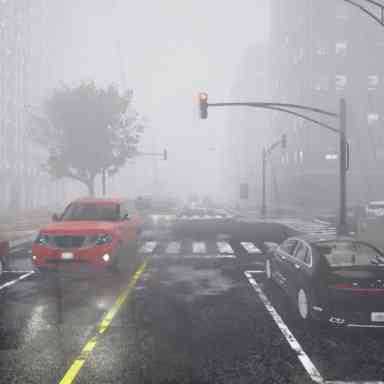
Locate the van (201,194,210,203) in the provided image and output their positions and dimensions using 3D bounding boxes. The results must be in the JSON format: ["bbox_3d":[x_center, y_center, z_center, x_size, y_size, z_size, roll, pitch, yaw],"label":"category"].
[{"bbox_3d":[2.896,1.402,72.466,1.690,1.788,3.998,0,0,0],"label":"van"}]

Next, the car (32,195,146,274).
[{"bbox_3d":[-3.070,1.224,10.968,2.150,2.045,5.566,0,0,0],"label":"car"}]

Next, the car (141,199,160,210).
[{"bbox_3d":[-5.564,1.592,44.876,1.947,1.339,4.313,0,0,0],"label":"car"}]

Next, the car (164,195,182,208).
[{"bbox_3d":[-2.955,1.578,49.680,2.033,1.411,5.357,0,0,0],"label":"car"}]

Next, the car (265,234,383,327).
[{"bbox_3d":[2.707,1.551,6.941,2.008,1.369,4.403,0,0,0],"label":"car"}]

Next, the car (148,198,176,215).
[{"bbox_3d":[-3.010,1.579,34.395,1.994,1.385,4.181,0,0,-1],"label":"car"}]

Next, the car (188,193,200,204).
[{"bbox_3d":[0.284,1.403,64.742,2.097,1.767,4.553,0,0,1],"label":"car"}]

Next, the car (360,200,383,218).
[{"bbox_3d":[15.503,0.994,23.752,5.566,2.045,2.150,-1,0,0],"label":"car"}]

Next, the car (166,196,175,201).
[{"bbox_3d":[-5.453,1.632,83.536,2.008,1.369,4.403,0,0,0],"label":"car"}]

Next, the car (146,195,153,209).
[{"bbox_3d":[-5.580,1.336,39.353,2.192,1.841,5.009,0,0,0],"label":"car"}]

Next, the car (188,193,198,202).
[{"bbox_3d":[0.226,1.298,78.892,2.150,2.045,5.566,0,0,0],"label":"car"}]

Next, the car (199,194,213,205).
[{"bbox_3d":[2.865,1.611,61.420,1.947,1.339,4.313,0,0,0],"label":"car"}]

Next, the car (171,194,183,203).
[{"bbox_3d":[-2.829,1.599,66.172,2.033,1.411,5.357,0,0,1],"label":"car"}]

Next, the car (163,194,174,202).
[{"bbox_3d":[-5.469,1.386,78.013,2.192,1.841,5.009,0,0,0],"label":"car"}]

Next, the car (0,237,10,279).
[{"bbox_3d":[-5.673,1.545,6.965,1.887,1.381,4.507,0,0,0],"label":"car"}]

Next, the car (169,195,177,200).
[{"bbox_3d":[-5.421,1.654,94.582,2.008,1.369,4.403,0,0,0],"label":"car"}]

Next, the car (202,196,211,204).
[{"bbox_3d":[2.881,1.578,67.113,1.752,1.417,4.829,0,0,0],"label":"car"}]

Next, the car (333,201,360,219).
[{"bbox_3d":[13.500,1.350,26.316,4.403,1.369,2.008,-1,1,0],"label":"car"}]
